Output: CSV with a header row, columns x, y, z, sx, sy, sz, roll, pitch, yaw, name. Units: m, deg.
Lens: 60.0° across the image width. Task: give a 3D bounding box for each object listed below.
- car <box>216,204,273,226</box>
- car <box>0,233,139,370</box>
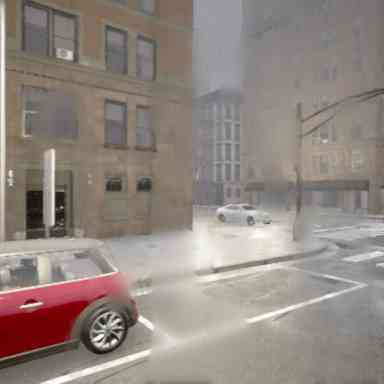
x,y,z,sx,sy,sz,roll,pitch,yaw,name
3.668,1.579,24.010,1.812,1.442,4.674,0,0,-37,car
-2.890,1.441,4.471,4.097,1.590,1.967,0,0,-36,car
